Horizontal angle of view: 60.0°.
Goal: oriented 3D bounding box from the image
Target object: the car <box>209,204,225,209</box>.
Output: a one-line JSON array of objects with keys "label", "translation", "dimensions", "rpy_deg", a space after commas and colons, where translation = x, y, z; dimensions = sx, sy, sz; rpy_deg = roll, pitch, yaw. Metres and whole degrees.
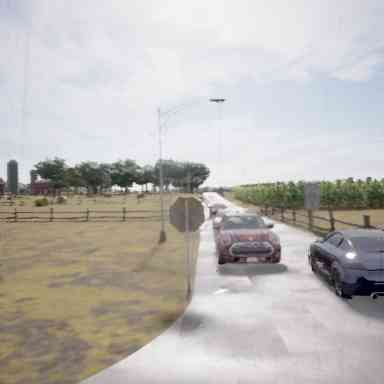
[{"label": "car", "translation": [2.877, 2.000, 35.880], "dimensions": [1.882, 1.535, 5.008], "rpy_deg": [-2, 0, 2]}]

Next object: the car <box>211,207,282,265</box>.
[{"label": "car", "translation": [1.985, 1.613, 12.846], "dimensions": [2.097, 1.767, 4.553], "rpy_deg": [-2, -1, 2]}]

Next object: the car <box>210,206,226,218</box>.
[{"label": "car", "translation": [2.372, 1.940, 22.699], "dimensions": [1.812, 1.442, 4.674], "rpy_deg": [-2, -1, 2]}]

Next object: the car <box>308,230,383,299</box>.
[{"label": "car", "translation": [4.354, 1.662, 8.636], "dimensions": [1.994, 1.385, 4.181], "rpy_deg": [-2, -2, 8]}]
